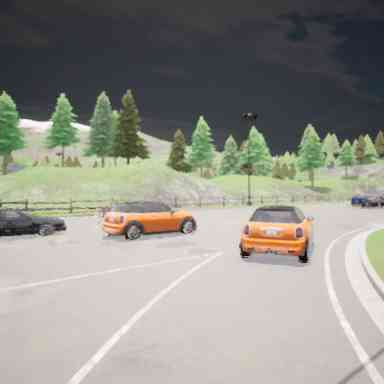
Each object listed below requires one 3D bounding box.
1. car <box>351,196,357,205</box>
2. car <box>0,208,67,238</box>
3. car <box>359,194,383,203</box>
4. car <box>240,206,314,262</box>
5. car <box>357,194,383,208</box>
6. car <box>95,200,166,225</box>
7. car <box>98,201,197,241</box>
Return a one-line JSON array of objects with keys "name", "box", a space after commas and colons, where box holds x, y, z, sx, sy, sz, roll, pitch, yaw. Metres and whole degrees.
[{"name": "car", "box": [24.734, 1.163, 47.855, 5.008, 1.535, 1.882, 0, 0, -40]}, {"name": "car", "box": [-8.614, 1.417, 15.053, 5.357, 1.411, 2.033, 0, 1, -40]}, {"name": "car", "box": [31.311, 1.098, 58.135, 5.008, 1.535, 1.882, 0, 1, -40]}, {"name": "car", "box": [3.257, 1.265, 12.112, 2.097, 1.767, 4.553, 0, 0, 22]}, {"name": "car", "box": [22.954, 1.253, 41.764, 4.674, 1.442, 1.812, 0, 1, -40]}, {"name": "car", "box": [-4.227, 1.341, 23.345, 4.674, 1.442, 1.812, 0, 0, -40]}, {"name": "car", "box": [-1.931, 1.225, 16.120, 4.553, 1.767, 2.097, 0, 1, -40]}]
